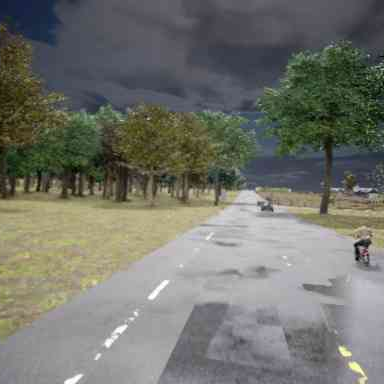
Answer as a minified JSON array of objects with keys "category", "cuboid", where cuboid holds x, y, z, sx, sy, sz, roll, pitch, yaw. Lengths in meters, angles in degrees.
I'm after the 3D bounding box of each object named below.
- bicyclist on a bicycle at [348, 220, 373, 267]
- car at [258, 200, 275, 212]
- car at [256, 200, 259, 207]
[{"category":"bicyclist on a bicycle","cuboid":[6.233,1.827,12.191,0.866,1.612,1.509,2,-1,10]},{"category":"car","cuboid":[12.184,2.394,53.963,1.812,1.442,4.674,2,0,9]},{"category":"car","cuboid":[15.060,2.424,72.145,2.128,1.511,4.902,2,0,9]}]
